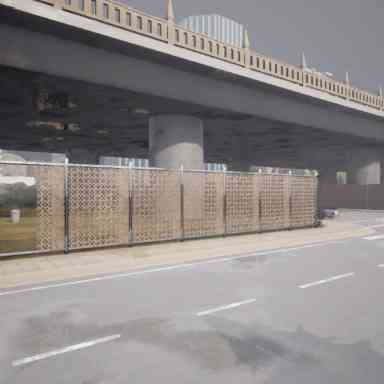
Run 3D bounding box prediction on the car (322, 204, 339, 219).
[{"bbox_3d":[10.010,1.491,28.328,2.128,1.511,4.902,0,0,-36],"label":"car"}]
